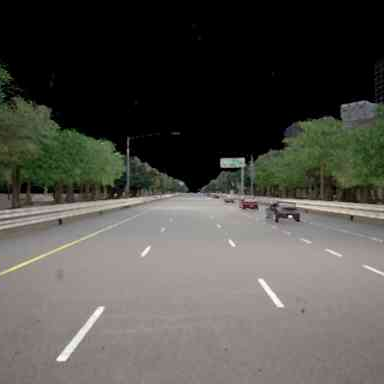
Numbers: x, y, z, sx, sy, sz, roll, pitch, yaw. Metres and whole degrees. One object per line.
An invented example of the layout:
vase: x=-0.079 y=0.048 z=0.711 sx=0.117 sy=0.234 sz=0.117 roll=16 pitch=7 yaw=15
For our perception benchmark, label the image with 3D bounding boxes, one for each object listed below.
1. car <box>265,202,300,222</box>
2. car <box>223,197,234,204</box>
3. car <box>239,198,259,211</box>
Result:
car: x=7.031 y=1.523 z=26.153 sx=1.837 sy=1.490 sz=4.892 roll=0 pitch=0 yaw=0
car: x=7.219 y=1.635 z=65.778 sx=1.895 sy=1.301 sz=4.718 roll=0 pitch=0 yaw=0
car: x=7.086 y=1.521 z=41.896 sx=1.882 sy=1.535 sz=5.008 roll=0 pitch=0 yaw=0
